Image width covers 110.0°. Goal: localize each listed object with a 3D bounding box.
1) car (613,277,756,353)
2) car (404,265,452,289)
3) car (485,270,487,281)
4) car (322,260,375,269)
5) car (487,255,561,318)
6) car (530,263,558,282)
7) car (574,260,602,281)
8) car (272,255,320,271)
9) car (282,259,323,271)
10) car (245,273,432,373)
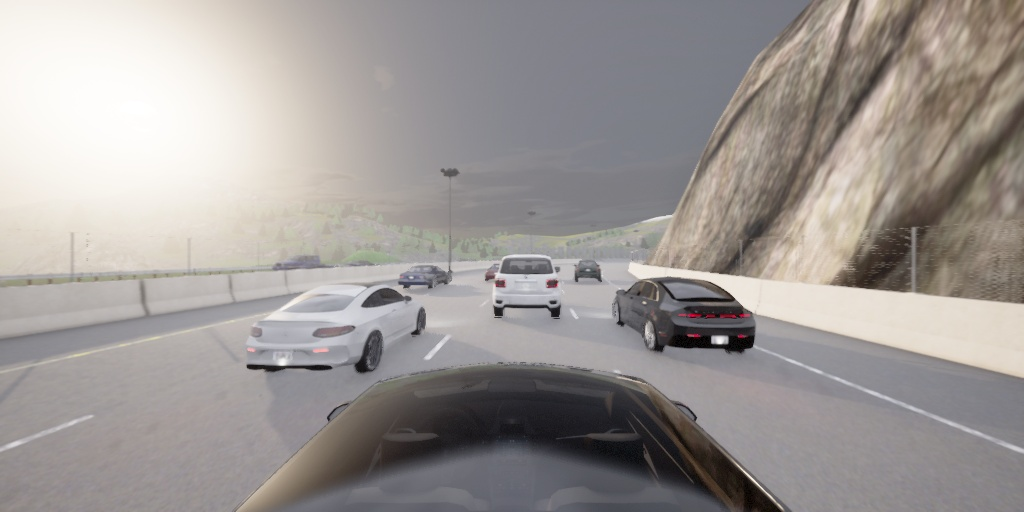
[{"bbox_3d":[3.859,1.264,8.880,1.837,1.490,4.892,0,0,3],"label":"car"},{"bbox_3d":[-5.446,1.285,23.024,2.033,1.411,5.357,0,0,7],"label":"car"},{"bbox_3d":[-0.889,1.312,29.562,1.994,1.385,4.181,0,0,9],"label":"car"},{"bbox_3d":[-14.728,1.318,32.936,1.895,1.301,4.718,0,0,10],"label":"car"},{"bbox_3d":[0.603,0.973,13.214,2.150,2.045,5.566,0,0,4],"label":"car"},{"bbox_3d":[2.752,1.321,30.096,1.994,1.385,4.181,0,0,10],"label":"car"},{"bbox_3d":[6.295,1.117,30.032,2.097,1.767,4.553,0,0,10],"label":"car"},{"bbox_3d":[-23.987,0.919,40.311,2.150,2.045,5.566,0,0,12],"label":"car"},{"bbox_3d":[-21.015,1.304,37.420,1.895,1.301,4.718,0,0,11],"label":"car"},{"bbox_3d":[-3.218,1.268,7.461,1.812,1.442,4.674,0,0,2],"label":"car"}]
